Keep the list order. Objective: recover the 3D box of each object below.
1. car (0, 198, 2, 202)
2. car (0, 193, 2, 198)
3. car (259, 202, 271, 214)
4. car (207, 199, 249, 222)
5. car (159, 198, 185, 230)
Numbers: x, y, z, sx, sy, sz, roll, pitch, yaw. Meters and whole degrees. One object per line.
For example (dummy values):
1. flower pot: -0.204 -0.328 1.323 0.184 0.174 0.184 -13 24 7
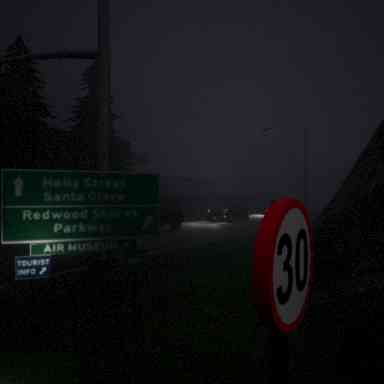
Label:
1. car: -12.393 1.504 26.071 1.905 1.878 3.866 0 0 35
2. car: -38.597 1.489 70.013 4.514 1.523 2.007 0 0 35
3. car: 9.053 1.755 36.963 1.994 1.385 4.181 0 0 36
4. car: 3.182 1.544 28.906 2.097 1.767 4.553 0 0 36
5. car: -2.706 1.414 20.812 2.150 2.045 5.566 0 0 36
